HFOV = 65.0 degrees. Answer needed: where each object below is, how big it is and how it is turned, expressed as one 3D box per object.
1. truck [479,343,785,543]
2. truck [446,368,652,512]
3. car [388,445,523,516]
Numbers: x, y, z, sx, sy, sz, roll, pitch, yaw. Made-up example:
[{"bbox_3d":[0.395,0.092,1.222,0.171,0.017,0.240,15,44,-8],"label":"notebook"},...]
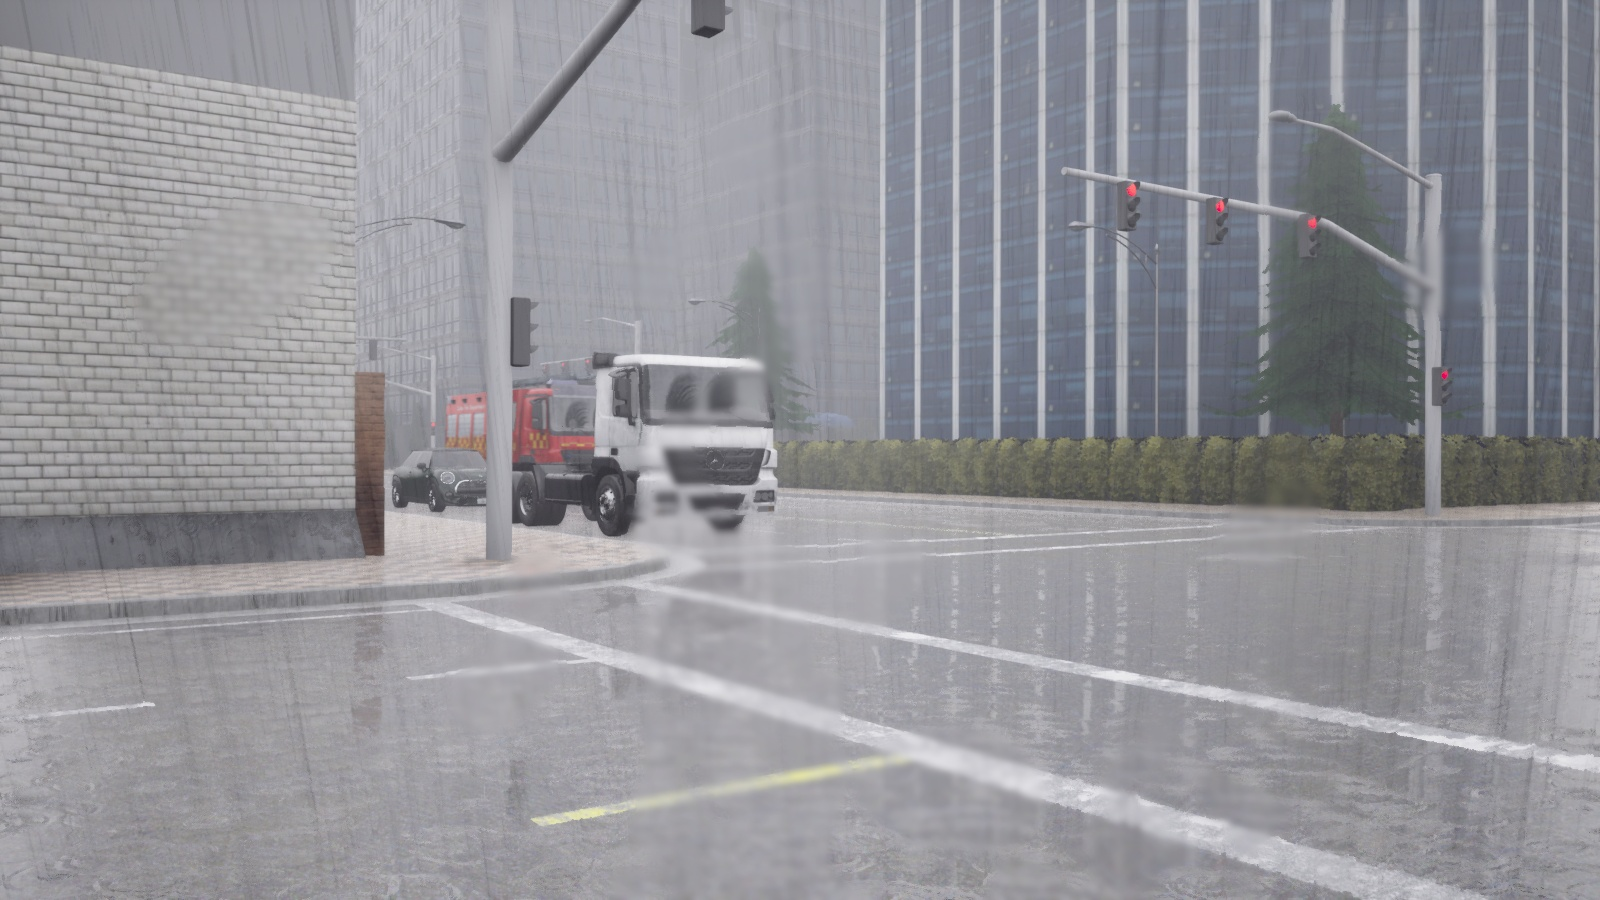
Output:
[{"bbox_3d":[-3.750,-0.110,25.811,2.891,3.462,7.936,0,0,-35],"label":"truck"},{"bbox_3d":[-7.723,-0.256,37.593,2.891,3.827,8.468,0,0,-35],"label":"truck"},{"bbox_3d":[-9.337,0.761,33.803,2.097,1.767,4.553,0,0,-35],"label":"car"}]
